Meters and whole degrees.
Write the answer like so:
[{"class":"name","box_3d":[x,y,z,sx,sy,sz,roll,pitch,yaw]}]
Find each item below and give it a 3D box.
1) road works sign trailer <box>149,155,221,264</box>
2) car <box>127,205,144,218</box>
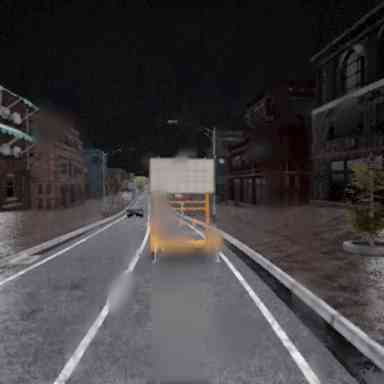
[{"class":"road works sign trailer","box_3d":[-0.366,0.489,12.019,2.380,3.560,2.880,0,0,-9]},{"class":"car","box_3d":[-6.574,2.272,38.765,2.033,1.411,5.357,0,-1,-7]}]
